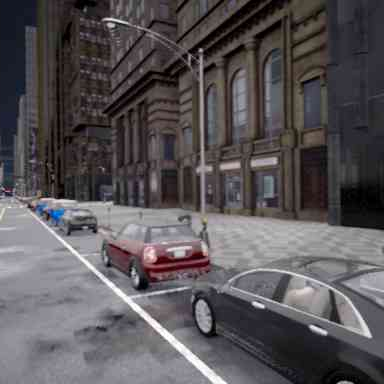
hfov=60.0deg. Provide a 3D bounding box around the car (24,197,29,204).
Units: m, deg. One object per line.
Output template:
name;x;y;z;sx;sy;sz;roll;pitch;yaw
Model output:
car;-25.615;1.693;54.225;2.192;1.841;5.009;-1;0;-29

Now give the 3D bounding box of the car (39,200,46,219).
car;-12.051;1.717;29.287;1.887;1.381;4.507;-1;0;-29

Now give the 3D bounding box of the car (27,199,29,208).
car;-22.899;1.918;49.238;1.802;1.307;4.206;-1;0;-29

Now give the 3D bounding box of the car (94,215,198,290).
car;-1.204;1.453;9.335;1.967;1.590;4.097;-1;0;-29

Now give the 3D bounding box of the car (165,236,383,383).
car;1.510;1.525;4.347;2.008;1.369;4.403;-1;0;-29

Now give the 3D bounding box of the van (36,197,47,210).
van;-14.767;1.554;34.274;1.690;1.788;3.998;-1;0;-29

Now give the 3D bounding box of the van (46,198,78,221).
van;-9.343;1.473;24.299;1.690;1.788;3.998;-1;0;-29

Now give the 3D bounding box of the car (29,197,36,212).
car;-20.189;1.735;44.250;1.967;1.590;4.097;-1;0;-29

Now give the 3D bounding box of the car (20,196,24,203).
car;-38.495;2.130;77.922;2.008;1.369;4.403;-1;0;-29

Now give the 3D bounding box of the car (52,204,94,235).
car;-6.627;1.642;19.311;2.008;1.369;4.403;-1;0;-29
